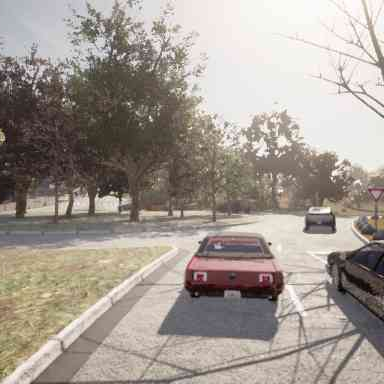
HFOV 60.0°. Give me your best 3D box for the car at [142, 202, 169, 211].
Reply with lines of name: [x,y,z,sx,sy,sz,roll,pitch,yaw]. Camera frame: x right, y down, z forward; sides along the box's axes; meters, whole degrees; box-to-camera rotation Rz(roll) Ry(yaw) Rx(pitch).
car: [-5.451,2.404,55.510,4.553,1.767,2.097,-1,-2,24]

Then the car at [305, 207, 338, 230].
car: [8.885,1.756,22.881,2.128,1.511,4.902,-1,-2,23]

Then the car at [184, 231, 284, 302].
car: [1.071,1.639,8.392,1.895,1.301,4.718,0,-1,8]

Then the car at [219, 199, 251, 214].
car: [6.038,2.078,47.368,2.150,2.045,5.566,1,-2,-30]

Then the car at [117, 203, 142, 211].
car: [-10.763,2.629,59.129,4.902,1.511,2.128,0,-1,-1]

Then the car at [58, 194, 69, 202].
car: [-33.190,1.851,84.911,1.946,1.575,5.366,0,2,-12]

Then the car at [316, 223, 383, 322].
car: [3.963,1.560,5.809,2.033,1.411,5.357,0,0,7]
